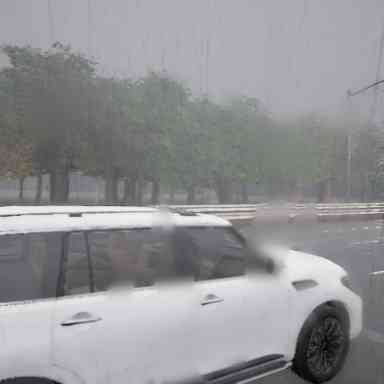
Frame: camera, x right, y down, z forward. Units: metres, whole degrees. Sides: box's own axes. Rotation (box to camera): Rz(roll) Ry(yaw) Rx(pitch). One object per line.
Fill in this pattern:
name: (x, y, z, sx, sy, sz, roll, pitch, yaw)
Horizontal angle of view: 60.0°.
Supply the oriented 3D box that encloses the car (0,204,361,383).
car: (-0.465, 1.182, 3.864, 5.566, 2.045, 2.150, 1, 0, -31)
